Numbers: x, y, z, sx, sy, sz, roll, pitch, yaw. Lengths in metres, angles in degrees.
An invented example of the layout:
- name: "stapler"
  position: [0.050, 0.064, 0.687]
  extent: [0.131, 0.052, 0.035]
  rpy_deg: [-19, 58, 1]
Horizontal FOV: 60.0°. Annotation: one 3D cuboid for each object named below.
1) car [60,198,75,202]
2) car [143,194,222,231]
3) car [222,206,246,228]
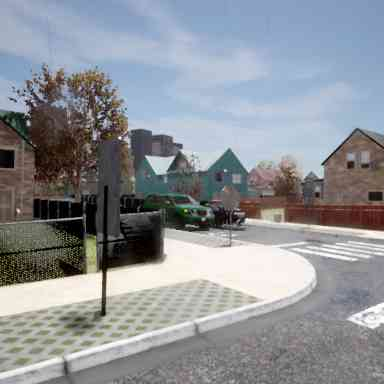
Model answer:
- name: "car"
  position: [-13.818, 1.381, 37.564]
  extent: [2.033, 1.411, 5.357]
  rpy_deg: [2, -1, -37]
- name: "car"
  position: [-1.009, 1.136, 20.384]
  extent: [2.150, 2.045, 5.566]
  rpy_deg: [2, -1, -37]
- name: "car"
  position: [1.373, 1.481, 21.685]
  extent: [2.128, 1.511, 4.902]
  rpy_deg: [2, -1, -35]
